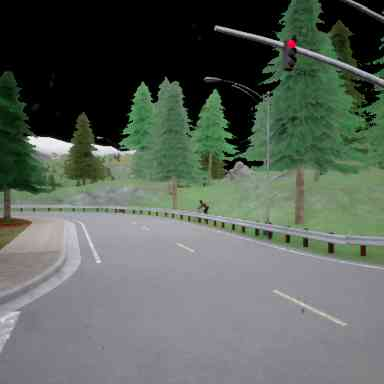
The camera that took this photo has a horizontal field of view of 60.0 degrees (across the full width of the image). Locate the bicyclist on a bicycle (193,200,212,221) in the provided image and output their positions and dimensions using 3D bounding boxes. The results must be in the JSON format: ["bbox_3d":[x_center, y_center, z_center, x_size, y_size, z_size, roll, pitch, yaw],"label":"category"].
[{"bbox_3d":[0.826,1.432,25.534,1.656,1.620,0.582,-1,2,-20],"label":"bicyclist on a bicycle"}]
